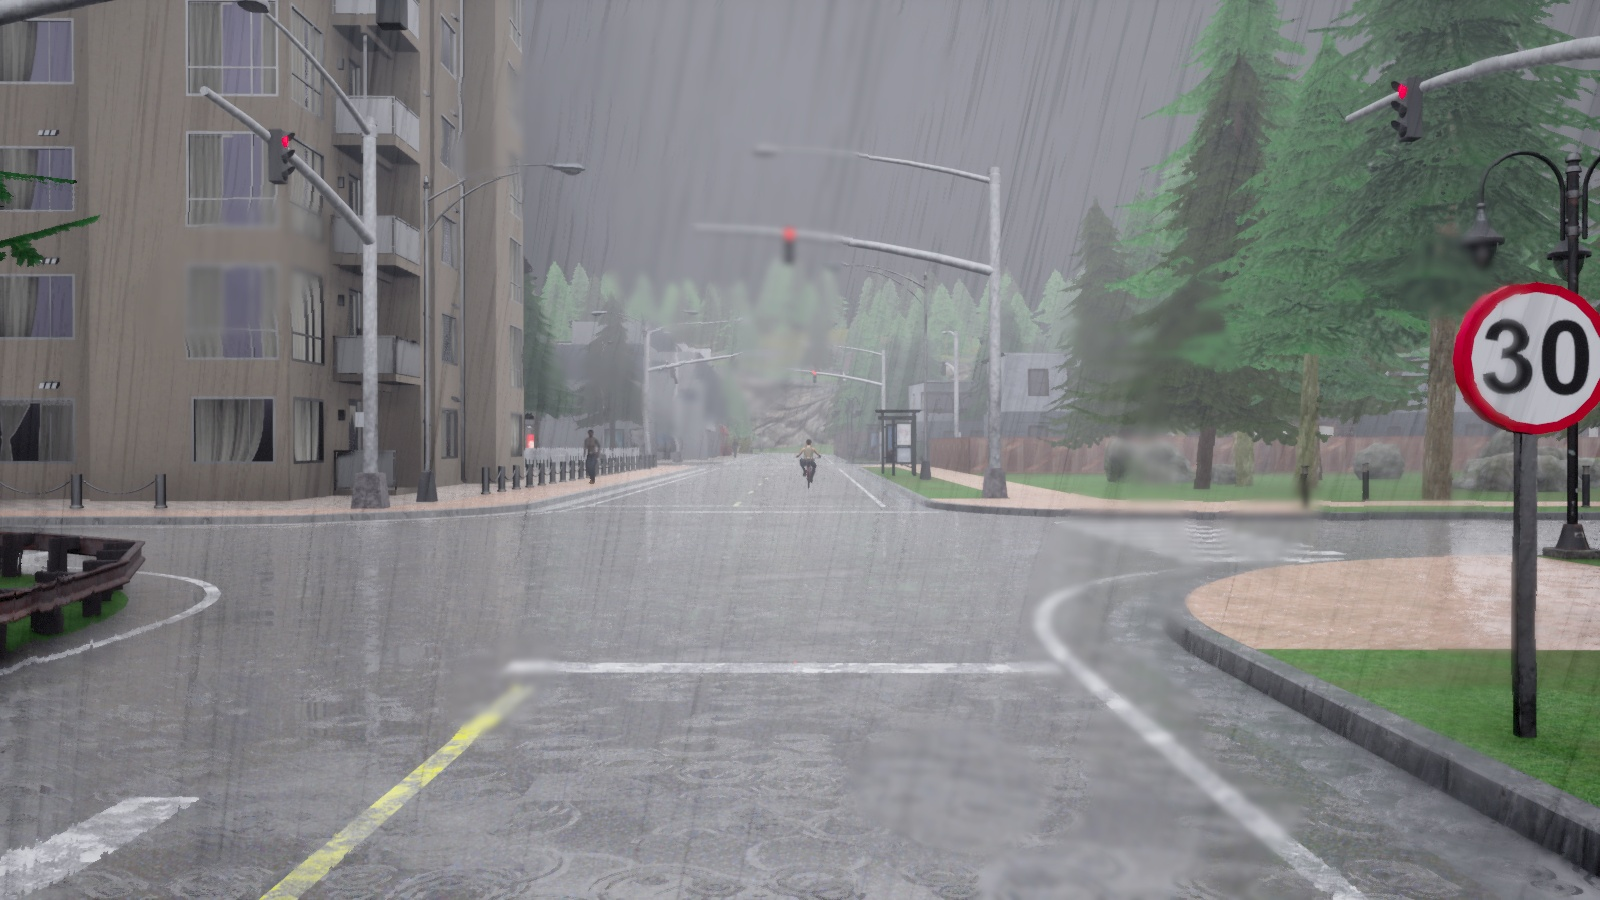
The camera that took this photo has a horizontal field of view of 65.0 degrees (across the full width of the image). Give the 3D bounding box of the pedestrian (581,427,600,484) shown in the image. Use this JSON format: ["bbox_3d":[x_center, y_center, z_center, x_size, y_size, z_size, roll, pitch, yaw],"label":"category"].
[{"bbox_3d":[-6.797,0.172,40.784,0.328,1.805,0.869,0,0,9],"label":"pedestrian"}]
